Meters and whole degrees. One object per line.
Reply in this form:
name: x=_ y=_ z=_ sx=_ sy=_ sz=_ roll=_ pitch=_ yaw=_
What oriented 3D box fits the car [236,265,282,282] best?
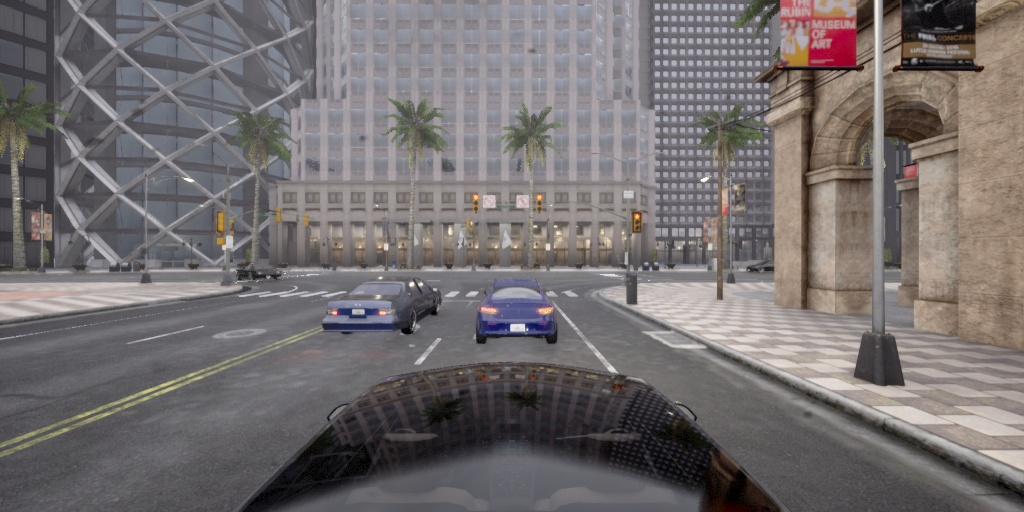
car: x=-20.800 y=1.350 z=29.404 sx=4.718 sy=1.301 sz=1.895 roll=0 pitch=0 yaw=37

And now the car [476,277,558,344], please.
car: x=0.086 y=1.275 z=9.499 sx=1.812 sy=1.442 sz=4.674 roll=0 pitch=0 yaw=-1

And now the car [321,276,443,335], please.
car: x=-3.422 y=1.297 z=10.528 sx=2.033 sy=1.411 sz=5.357 roll=0 pitch=0 yaw=0
